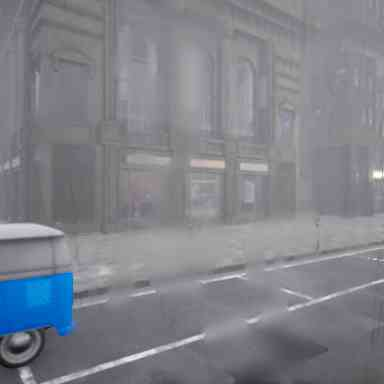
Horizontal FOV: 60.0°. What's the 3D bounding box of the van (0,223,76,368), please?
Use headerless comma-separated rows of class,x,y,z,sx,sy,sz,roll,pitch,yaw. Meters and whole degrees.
van,-3.533,1.339,4.131,3.998,1.788,1.690,0,0,-35
